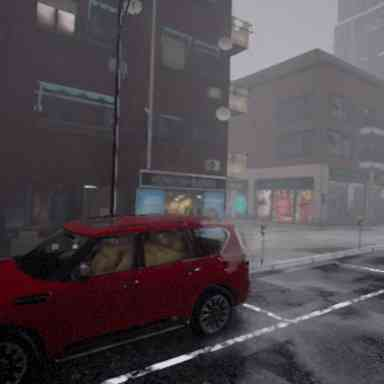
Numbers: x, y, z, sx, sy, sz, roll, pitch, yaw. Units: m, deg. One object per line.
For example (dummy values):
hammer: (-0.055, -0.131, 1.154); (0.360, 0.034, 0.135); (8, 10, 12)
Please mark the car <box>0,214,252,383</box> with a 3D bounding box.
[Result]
car: (-1.264, 1.336, 5.160); (5.009, 1.841, 2.192); (1, 1, -35)
